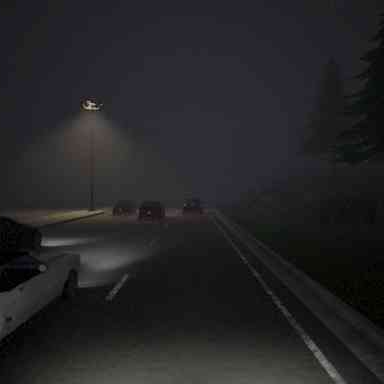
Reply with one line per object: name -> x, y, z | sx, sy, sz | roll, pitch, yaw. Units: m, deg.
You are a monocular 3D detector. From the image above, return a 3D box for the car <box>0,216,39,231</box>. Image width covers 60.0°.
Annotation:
car -> -6.900, 1.525, 11.317 | 1.812, 1.442, 4.674 | 0, 0, 0

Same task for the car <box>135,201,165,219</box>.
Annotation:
car -> -3.398, 1.477, 28.810 | 1.882, 1.535, 5.008 | 0, 0, 0

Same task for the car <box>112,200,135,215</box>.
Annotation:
car -> -6.895, 1.526, 34.307 | 1.812, 1.442, 4.674 | 0, 0, 0

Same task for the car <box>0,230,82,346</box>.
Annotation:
car -> -3.400, 1.601, 5.408 | 1.895, 1.301, 4.718 | 0, 0, 0

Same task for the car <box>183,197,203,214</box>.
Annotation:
car -> 0.101, 1.352, 35.367 | 2.097, 1.767, 4.553 | 0, 0, 0

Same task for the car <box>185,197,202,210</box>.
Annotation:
car -> 0.271, 1.491, 44.577 | 2.128, 1.511, 4.902 | 0, 0, 2
